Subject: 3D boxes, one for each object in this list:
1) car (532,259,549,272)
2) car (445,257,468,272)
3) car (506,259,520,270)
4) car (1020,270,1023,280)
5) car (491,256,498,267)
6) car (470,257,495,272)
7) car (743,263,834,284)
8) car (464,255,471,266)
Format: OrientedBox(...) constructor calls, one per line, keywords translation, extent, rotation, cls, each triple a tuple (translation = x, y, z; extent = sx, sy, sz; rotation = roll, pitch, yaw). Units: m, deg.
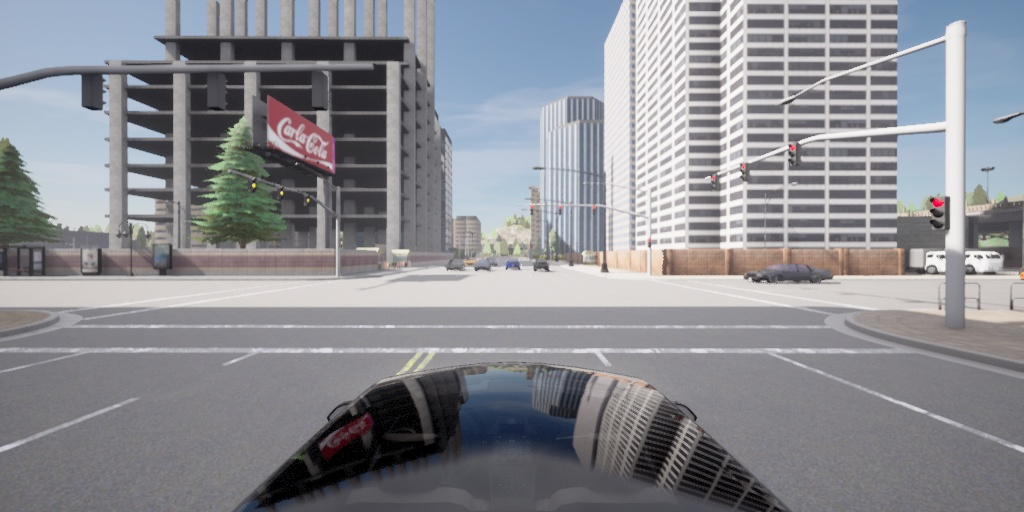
OrientedBox(translation=(3.619, 1.154, 45.323), extent=(1.837, 1.490, 4.892), rotation=(0, 0, 0), cls="car")
OrientedBox(translation=(-7.067, 1.155, 44.852), extent=(1.837, 1.490, 4.892), rotation=(0, 0, 0), cls="car")
OrientedBox(translation=(0.121, 1.114, 50.896), extent=(1.882, 1.535, 5.008), rotation=(0, 0, 0), cls="car")
OrientedBox(translation=(39.692, 1.046, 25.613), extent=(4.553, 1.767, 2.097), rotation=(0, 0, 0), cls="car")
OrientedBox(translation=(-3.537, 0.966, 60.374), extent=(2.097, 1.767, 4.553), rotation=(0, 0, 0), cls="car")
OrientedBox(translation=(-3.571, 1.199, 44.411), extent=(2.033, 1.411, 5.357), rotation=(0, 0, 0), cls="car")
OrientedBox(translation=(19.646, 1.242, 25.574), extent=(5.357, 1.411, 2.033), rotation=(0, 0, 0), cls="car")
OrientedBox(translation=(-7.022, 1.087, 62.604), extent=(1.882, 1.535, 5.008), rotation=(0, 0, 1), cls="car")
